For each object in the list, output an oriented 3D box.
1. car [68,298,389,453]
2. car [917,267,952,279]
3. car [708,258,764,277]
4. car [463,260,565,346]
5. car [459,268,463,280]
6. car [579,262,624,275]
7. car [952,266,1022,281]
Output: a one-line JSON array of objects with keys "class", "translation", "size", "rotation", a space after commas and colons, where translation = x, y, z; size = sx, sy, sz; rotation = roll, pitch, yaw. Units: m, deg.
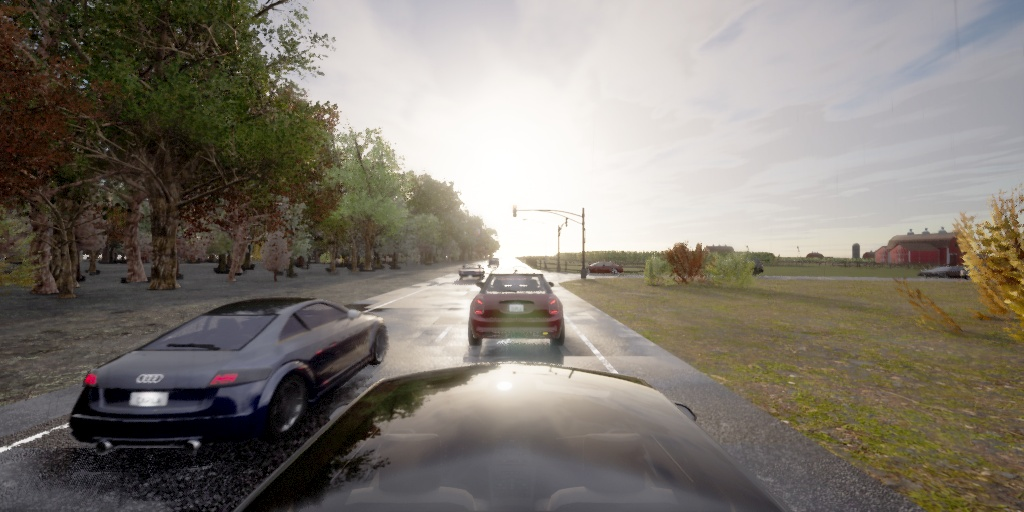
[{"class": "car", "translation": [-3.400, 1.314, 5.366], "size": [1.994, 1.385, 4.181], "rotation": [0, 0, 0]}, {"class": "car", "translation": [49.518, 1.896, 40.661], "size": [5.357, 1.411, 2.033], "rotation": [1, -1, 1]}, {"class": "car", "translation": [25.466, 1.300, 40.829], "size": [5.566, 2.045, 2.150], "rotation": [0, -1, 0]}, {"class": "car", "translation": [0.095, 1.104, 9.581], "size": [2.097, 1.767, 4.553], "rotation": [0, 0, 0]}, {"class": "car", "translation": [-3.412, 1.357, 31.425], "size": [1.895, 1.301, 4.718], "rotation": [0, 0, 0]}, {"class": "car", "translation": [10.297, 1.407, 41.489], "size": [5.008, 1.535, 1.882], "rotation": [1, -1, 9]}, {"class": "car", "translation": [49.622, 1.781, 37.121], "size": [4.902, 1.511, 2.128], "rotation": [1, -1, 0]}]
